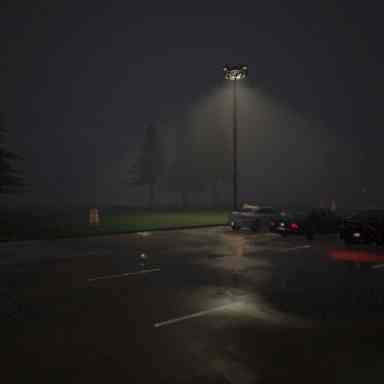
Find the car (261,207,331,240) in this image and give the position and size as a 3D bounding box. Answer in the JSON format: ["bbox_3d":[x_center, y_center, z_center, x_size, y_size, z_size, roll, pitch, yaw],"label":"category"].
[{"bbox_3d":[6.236,1.560,16.916,5.357,1.411,2.033,0,0,-35],"label":"car"}]

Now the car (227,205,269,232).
[{"bbox_3d":[4.143,1.530,19.850,4.674,1.442,1.812,0,0,-35],"label":"car"}]

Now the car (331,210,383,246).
[{"bbox_3d":[8.269,1.482,14.066,5.008,1.535,1.882,0,0,-35],"label":"car"}]
